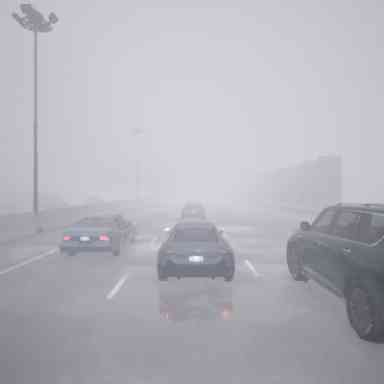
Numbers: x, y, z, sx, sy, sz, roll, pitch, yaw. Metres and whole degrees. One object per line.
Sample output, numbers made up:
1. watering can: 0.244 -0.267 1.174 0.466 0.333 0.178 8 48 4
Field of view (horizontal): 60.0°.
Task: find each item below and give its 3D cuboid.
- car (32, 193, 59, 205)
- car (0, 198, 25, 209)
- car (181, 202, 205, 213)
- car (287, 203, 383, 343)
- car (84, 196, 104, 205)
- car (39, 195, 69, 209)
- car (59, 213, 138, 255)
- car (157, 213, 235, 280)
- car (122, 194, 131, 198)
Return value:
1. car: -21.001 1.143 48.275 2.150 2.045 5.566 0 0 1
2. car: -24.540 1.530 44.810 1.895 1.301 4.718 0 0 1
3. car: 0.094 1.519 27.893 1.994 1.385 4.181 0 0 0
4. car: 3.601 1.211 6.571 2.150 2.045 5.566 0 0 0
5. car: -14.007 1.426 47.678 1.837 1.490 4.892 0 1 1
6. car: -17.552 1.496 43.079 1.994 1.385 4.181 0 0 1
7. car: -3.401 1.526 13.071 2.033 1.411 5.357 0 0 0
8. car: 0.099 1.548 9.889 1.994 1.385 4.181 0 0 0
9. car: -16.816 1.167 85.589 1.837 1.490 4.892 0 0 0
